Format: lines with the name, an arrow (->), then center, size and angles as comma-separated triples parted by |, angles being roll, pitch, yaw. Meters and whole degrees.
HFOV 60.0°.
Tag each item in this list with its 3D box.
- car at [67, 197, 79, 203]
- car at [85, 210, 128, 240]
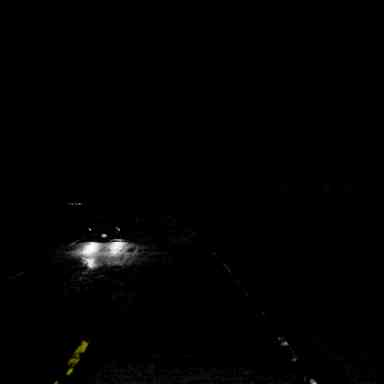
car -> -31.100, 2.078, 86.824 | 2.097, 1.767, 4.553 | 0, -1, -37
car -> -4.490, 1.698, 18.318 | 2.033, 1.411, 5.357 | 0, 0, -8
